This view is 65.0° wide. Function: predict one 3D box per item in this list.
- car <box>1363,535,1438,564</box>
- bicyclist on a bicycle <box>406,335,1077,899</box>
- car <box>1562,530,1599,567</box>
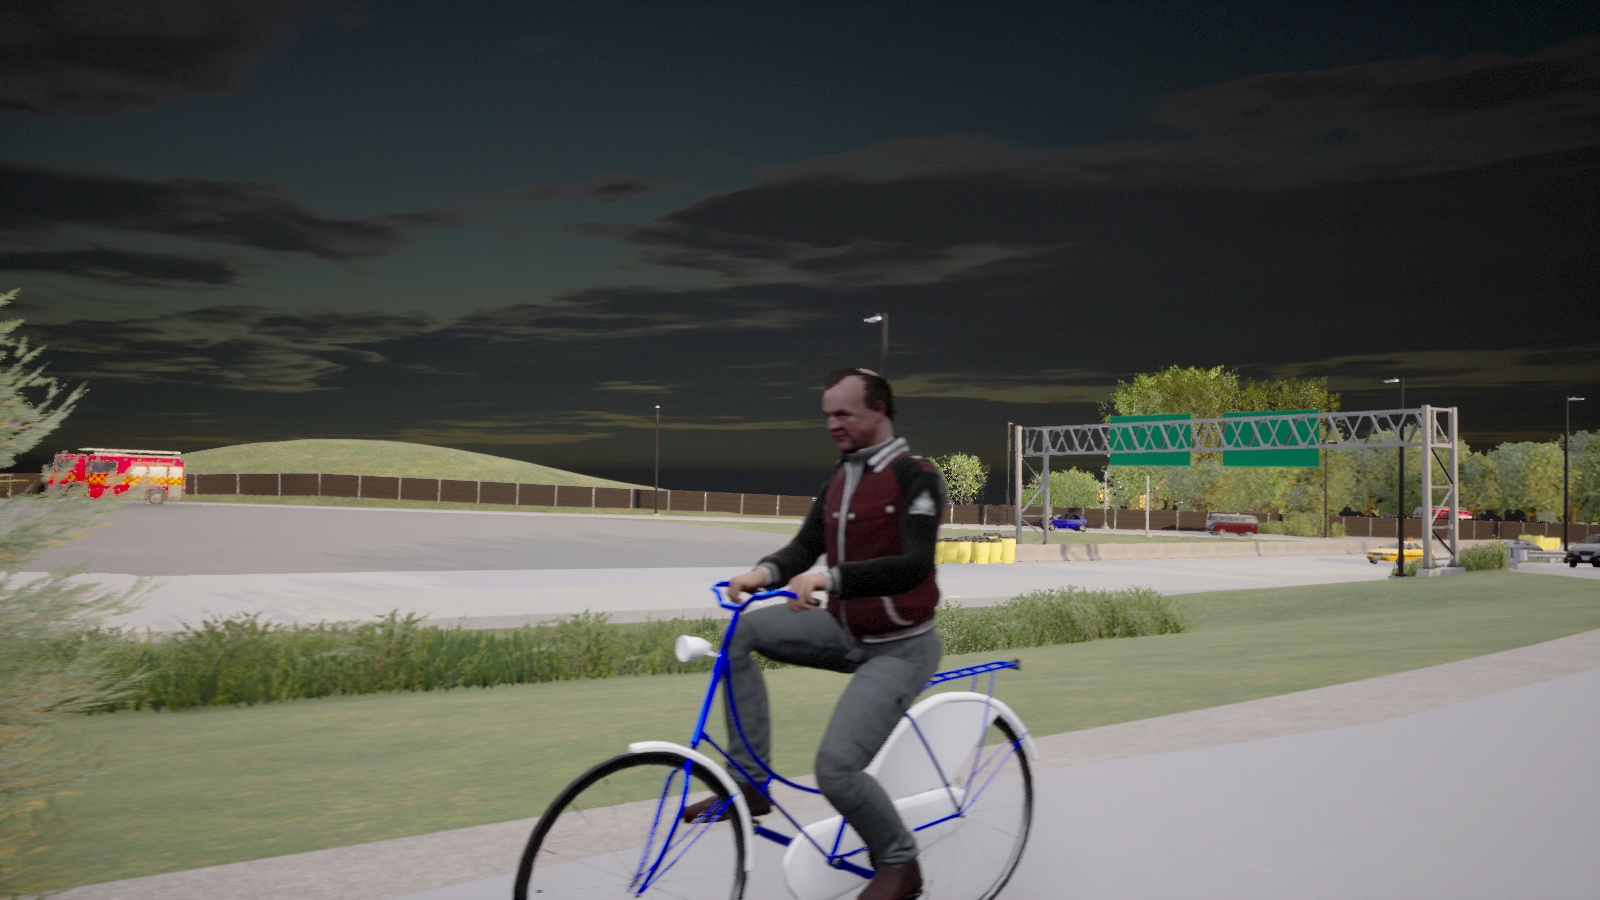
[{"bbox_3d":[36.270,5.979,75.764,5.366,1.575,1.801,3,-2,-37],"label":"car"},{"bbox_3d":[-0.097,0.637,3.578,1.843,1.776,0.659,0,0,-35],"label":"bicyclist on a bicycle"},{"bbox_3d":[34.137,4.185,53.334,4.193,1.474,1.816,4,-4,-40],"label":"car"}]
